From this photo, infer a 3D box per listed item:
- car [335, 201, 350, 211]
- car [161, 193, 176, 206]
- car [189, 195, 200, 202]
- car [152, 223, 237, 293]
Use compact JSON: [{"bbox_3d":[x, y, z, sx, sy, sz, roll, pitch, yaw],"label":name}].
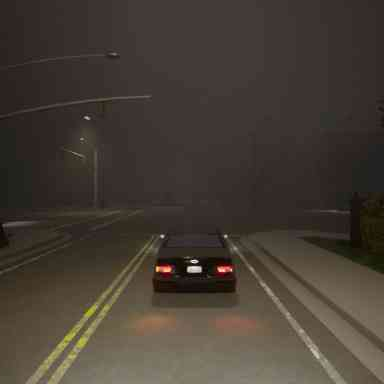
[{"bbox_3d":[19.009,1.522,38.872,4.181,1.385,1.994,0,0,-1],"label":"car"},{"bbox_3d":[-3.721,1.221,53.992,2.150,2.045,5.566,0,0,0],"label":"car"},{"bbox_3d":[0.552,1.527,78.989,2.033,1.411,5.357,0,0,12],"label":"car"},{"bbox_3d":[0.053,1.547,8.959,2.033,1.411,5.357,0,0,0],"label":"car"}]
